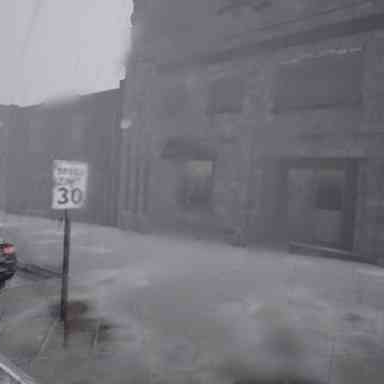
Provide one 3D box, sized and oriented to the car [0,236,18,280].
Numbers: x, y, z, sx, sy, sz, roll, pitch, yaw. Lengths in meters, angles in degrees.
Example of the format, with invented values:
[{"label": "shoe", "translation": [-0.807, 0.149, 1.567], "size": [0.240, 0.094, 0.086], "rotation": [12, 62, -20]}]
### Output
[{"label": "car", "translation": [-6.210, 1.447, 8.613], "size": [4.674, 1.452, 2.002], "rotation": [1, -2, 39]}]
